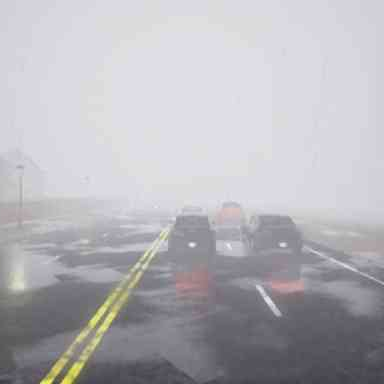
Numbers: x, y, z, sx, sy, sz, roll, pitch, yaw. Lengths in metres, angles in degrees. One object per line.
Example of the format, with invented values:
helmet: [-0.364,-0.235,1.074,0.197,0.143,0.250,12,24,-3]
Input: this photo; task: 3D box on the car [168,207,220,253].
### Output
car: [0.010,1.645,14.311,1.837,1.490,4.892,0,0,0]

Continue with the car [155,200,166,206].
car: [-6.470,2.260,68.160,1.994,1.385,4.181,0,-1,0]

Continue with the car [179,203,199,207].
car: [0.014,1.883,29.103,1.895,1.301,4.718,0,-1,0]

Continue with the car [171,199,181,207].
car: [-3.221,2.221,68.134,1.812,1.442,4.674,0,-1,0]

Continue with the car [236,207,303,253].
car: [3.259,1.645,14.304,1.837,1.490,4.892,0,0,0]

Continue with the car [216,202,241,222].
car: [3.264,1.632,29.069,2.097,1.767,4.553,0,-1,0]
